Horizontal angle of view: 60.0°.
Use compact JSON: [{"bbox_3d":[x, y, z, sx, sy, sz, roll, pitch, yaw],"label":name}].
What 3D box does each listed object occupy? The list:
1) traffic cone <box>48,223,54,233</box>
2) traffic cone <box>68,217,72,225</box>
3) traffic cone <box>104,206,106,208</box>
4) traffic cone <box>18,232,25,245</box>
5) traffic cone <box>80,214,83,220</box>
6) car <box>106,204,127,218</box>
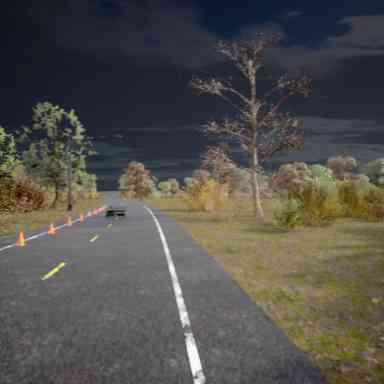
[{"bbox_3d":[-8.670,2.209,20.519,0.340,0.580,0.340,-1,0,-8],"label":"traffic cone"},{"bbox_3d":[-9.371,2.237,25.444,0.340,0.580,0.340,-1,0,-8],"label":"traffic cone"},{"bbox_3d":[-13.453,2.375,49.982,0.340,0.580,0.340,-1,0,-11],"label":"traffic cone"},{"bbox_3d":[-8.007,2.181,15.588,0.340,0.580,0.340,-1,0,-7],"label":"traffic cone"},{"bbox_3d":[-10.110,2.264,30.364,0.340,0.580,0.340,-1,0,-9],"label":"traffic cone"},{"bbox_3d":[-7.473,1.854,33.108,1.895,1.301,4.718,-1,0,-9],"label":"car"}]
